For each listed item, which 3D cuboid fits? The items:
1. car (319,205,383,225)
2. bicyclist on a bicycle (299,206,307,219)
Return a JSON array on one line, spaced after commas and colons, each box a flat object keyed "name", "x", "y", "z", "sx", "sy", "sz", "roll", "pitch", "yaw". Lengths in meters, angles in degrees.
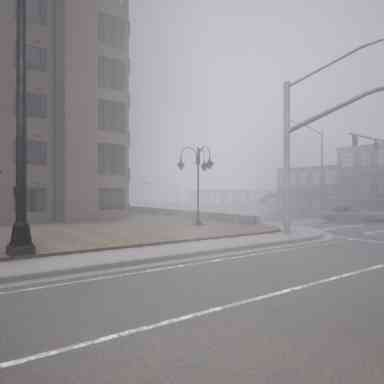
[{"name": "car", "x": 11.864, "y": 1.637, "z": 24.342, "sx": 1.895, "sy": 1.301, "sz": 4.718, "roll": 0, "pitch": -2, "yaw": -35}, {"name": "bicyclist on a bicycle", "x": 13.542, "y": 2.477, "z": 40.663, "sx": 1.656, "sy": 1.620, "sz": 0.582, "roll": 0, "pitch": -8, "yaw": -35}]
